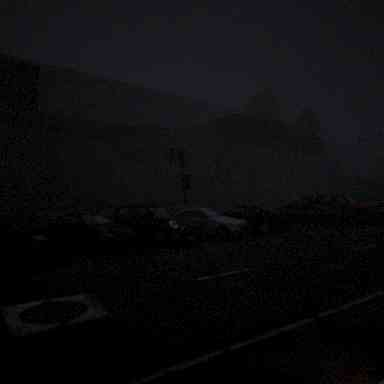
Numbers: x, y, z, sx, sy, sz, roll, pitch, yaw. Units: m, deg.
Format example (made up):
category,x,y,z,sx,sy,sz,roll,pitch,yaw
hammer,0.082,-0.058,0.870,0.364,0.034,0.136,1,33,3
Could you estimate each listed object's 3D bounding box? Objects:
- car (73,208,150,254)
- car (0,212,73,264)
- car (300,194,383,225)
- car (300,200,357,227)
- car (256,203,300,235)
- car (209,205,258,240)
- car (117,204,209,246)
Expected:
category,x,y,z,sx,sy,sz,roll,pitch,yaw
car,-4.252,1.538,13.523,4.674,1.452,2.002,-1,-1,35
car,-6.729,1.524,11.787,4.792,1.488,2.163,-1,-1,35
car,10.438,1.184,23.958,5.566,2.045,2.435,-1,-1,35
car,7.996,1.476,22.212,4.792,1.488,2.163,-1,-1,35
car,3.084,1.473,18.737,5.008,1.535,2.097,-1,0,35
car,0.635,1.524,17.004,4.674,1.452,2.002,-1,-1,35
car,-1.835,1.366,15.281,4.553,1.767,2.185,-1,-1,35
